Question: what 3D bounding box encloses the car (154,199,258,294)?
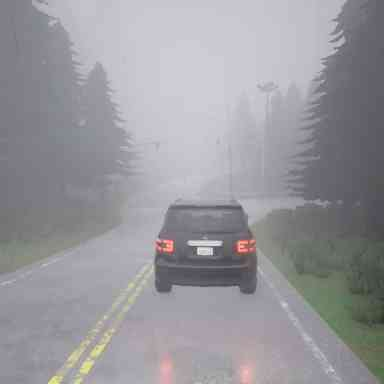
[{"bbox_3d":[0.381,1.193,8.897,2.150,2.045,5.566,0,0,3],"label":"car"}]
